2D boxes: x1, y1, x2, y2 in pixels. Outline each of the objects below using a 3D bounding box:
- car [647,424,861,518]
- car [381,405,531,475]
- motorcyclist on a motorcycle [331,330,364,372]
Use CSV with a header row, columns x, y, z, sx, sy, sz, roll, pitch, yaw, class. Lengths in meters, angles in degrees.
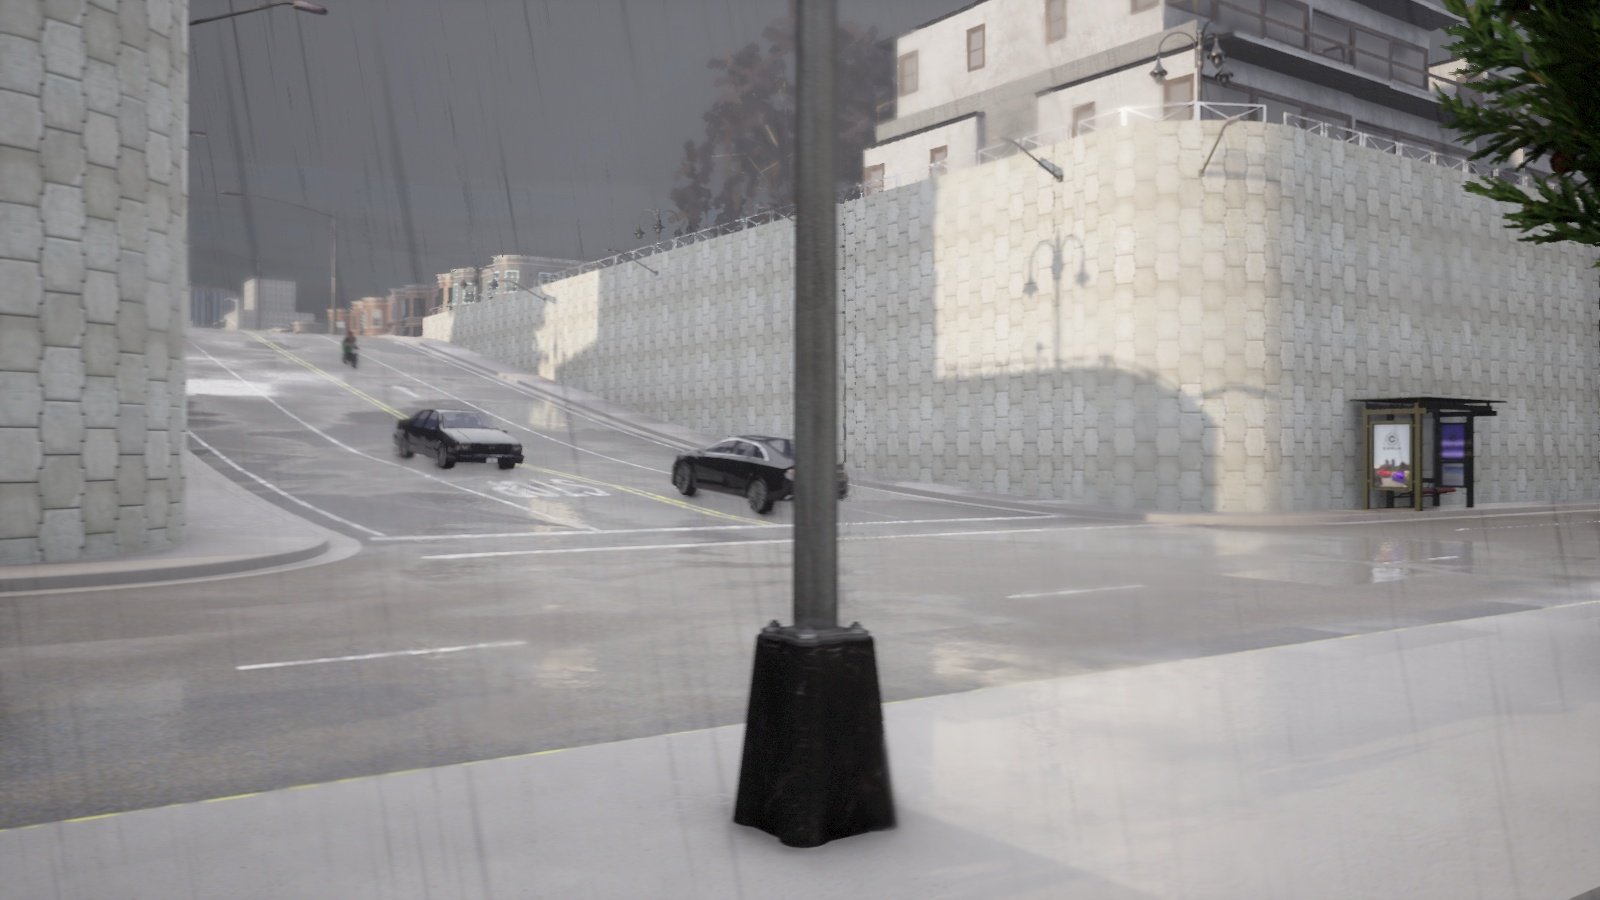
x,y,z,sx,sy,sz,roll,pitch,yaw,class
-1.117,0.381,27.234,2.128,1.511,4.902,1,5,-37,car
-9.013,-0.302,32.551,2.033,1.411,5.357,1,4,-35,car
-19.308,-4.238,53.553,0.797,1.523,2.044,0,11,-35,motorcyclist on a motorcycle
